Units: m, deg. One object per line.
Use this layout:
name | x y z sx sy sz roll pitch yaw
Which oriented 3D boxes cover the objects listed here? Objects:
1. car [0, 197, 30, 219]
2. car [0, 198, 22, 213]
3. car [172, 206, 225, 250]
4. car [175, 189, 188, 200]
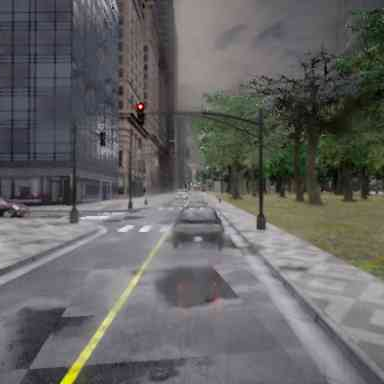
car | -13.179 1.028 22.495 4.097 1.590 1.967 0 -1 0
car | -18.505 1.252 31.098 4.313 1.339 1.947 0 -1 1
car | 0.259 1.298 13.325 2.128 1.511 4.902 0 1 1
car | -2.009 0.434 62.630 2.150 2.045 5.566 0 1 2
